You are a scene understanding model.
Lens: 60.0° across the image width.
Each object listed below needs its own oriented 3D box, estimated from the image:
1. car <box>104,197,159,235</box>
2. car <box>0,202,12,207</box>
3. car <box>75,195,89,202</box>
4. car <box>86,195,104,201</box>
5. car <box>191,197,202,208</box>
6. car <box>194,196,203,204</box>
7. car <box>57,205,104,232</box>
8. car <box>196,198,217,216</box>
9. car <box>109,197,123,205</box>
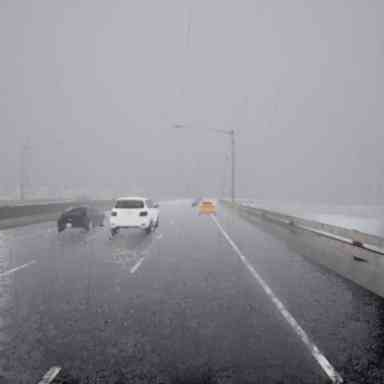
[{"bbox_3d":[-3.278,1.318,19.830,2.150,2.045,5.566,0,0,1],"label":"car"},{"bbox_3d":[-17.339,1.632,28.874,2.128,1.511,4.902,0,0,1],"label":"car"},{"bbox_3d":[-23.048,1.579,70.845,2.150,2.045,5.566,0,0,2],"label":"car"},{"bbox_3d":[-19.606,1.901,69.328,2.128,1.511,4.902,0,0,2],"label":"car"},{"bbox_3d":[0.863,1.899,54.259,1.895,1.301,4.718,0,0,2],"label":"car"},{"bbox_3d":[1.514,1.740,72.133,1.882,1.535,5.008,0,0,2],"label":"car"},{"bbox_3d":[-6.765,1.605,20.777,1.837,1.490,4.892,0,0,1],"label":"car"},{"bbox_3d":[1.589,1.662,35.167,1.882,1.535,5.008,0,0,1],"label":"car"},{"bbox_3d":[-16.054,1.853,70.574,1.837,1.490,4.892,0,0,2],"label":"car"}]
